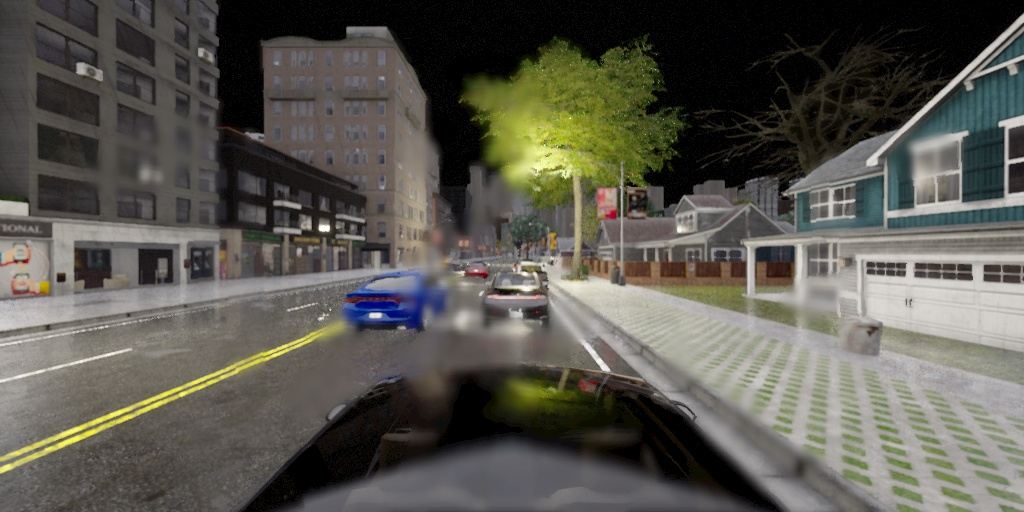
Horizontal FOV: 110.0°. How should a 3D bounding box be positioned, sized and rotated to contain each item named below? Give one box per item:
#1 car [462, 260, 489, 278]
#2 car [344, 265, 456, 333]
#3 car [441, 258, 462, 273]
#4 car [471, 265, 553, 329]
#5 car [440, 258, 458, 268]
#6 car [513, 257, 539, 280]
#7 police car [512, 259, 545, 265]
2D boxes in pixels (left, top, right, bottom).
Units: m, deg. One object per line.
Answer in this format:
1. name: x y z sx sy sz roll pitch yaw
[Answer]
1. car: -3.002 1.218 32.201 1.994 1.385 4.181 0 0 0
2. car: -3.106 1.203 10.664 1.882 1.535 5.008 0 0 0
3. car: -6.406 1.169 41.860 2.033 1.411 5.357 0 0 0
4. car: 0.145 1.216 11.098 2.128 1.511 4.902 0 0 0
5. car: -9.574 1.054 55.182 1.882 1.535 5.008 0 0 1
6. car: 1.118 1.009 31.206 2.097 1.767 4.553 0 0 0
7. police car: 1.070 1.117 21.346 1.930 1.638 5.238 0 0 0
